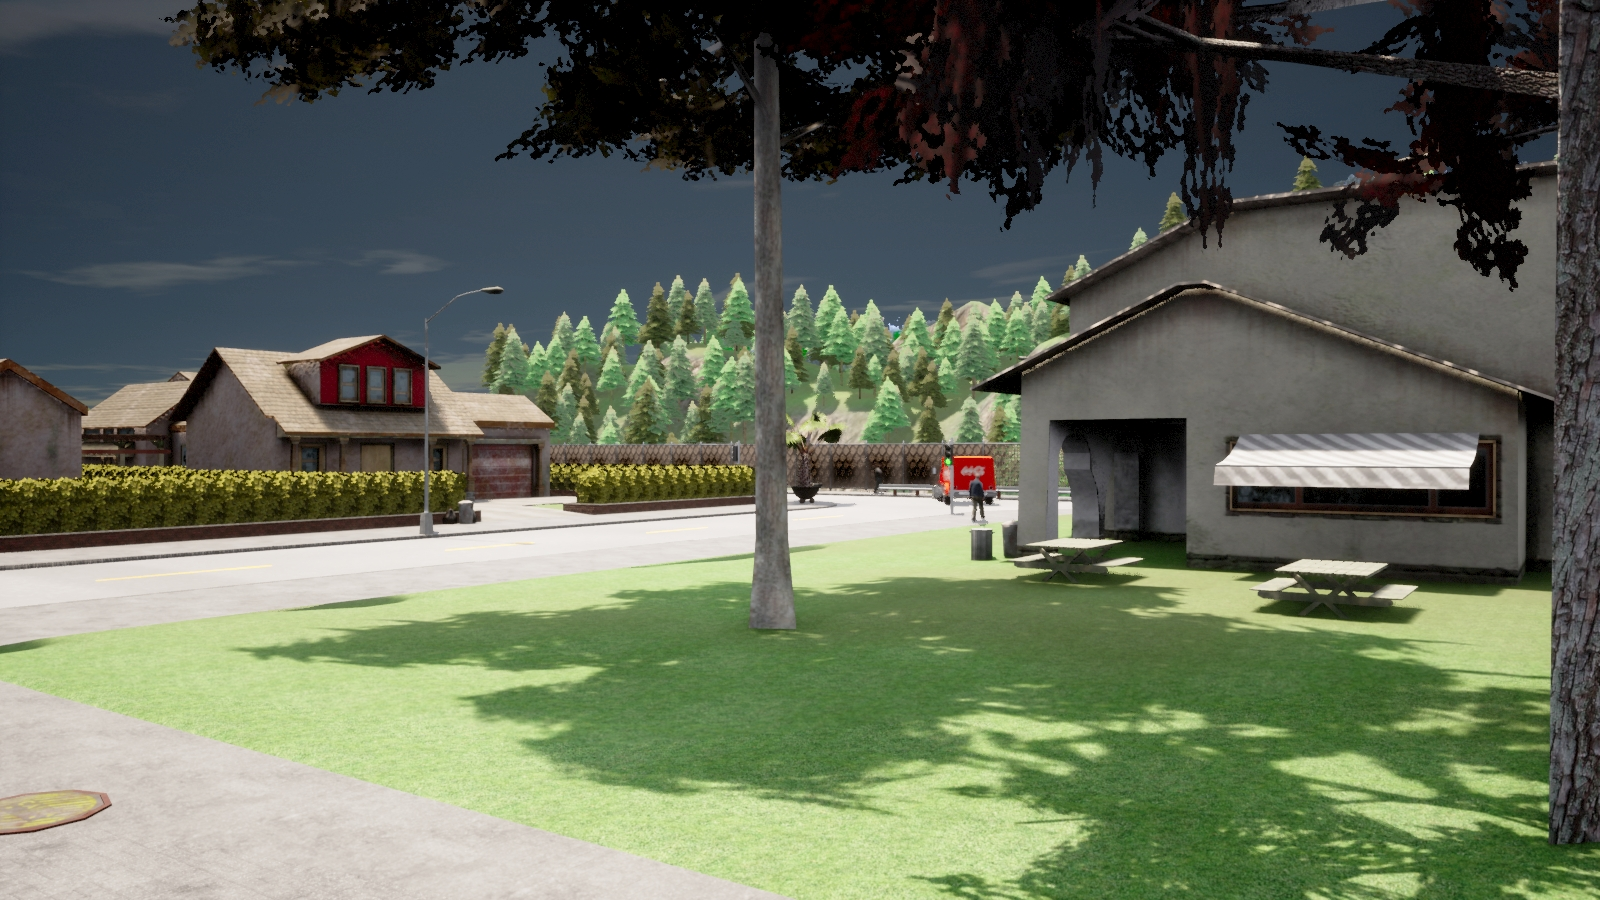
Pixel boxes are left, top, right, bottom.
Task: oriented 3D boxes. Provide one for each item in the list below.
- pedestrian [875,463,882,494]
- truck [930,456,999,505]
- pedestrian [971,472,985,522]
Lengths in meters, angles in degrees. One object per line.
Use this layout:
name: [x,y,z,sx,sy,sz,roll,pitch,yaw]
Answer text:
pedestrian: [4.786,1.745,69.569,0.375,1.860,0.375,0,0,-8]
truck: [8.593,1.563,60.220,2.627,2.467,5.204,0,0,-3]
pedestrian: [6.626,1.737,42.601,0.375,1.860,0.375,0,0,35]
